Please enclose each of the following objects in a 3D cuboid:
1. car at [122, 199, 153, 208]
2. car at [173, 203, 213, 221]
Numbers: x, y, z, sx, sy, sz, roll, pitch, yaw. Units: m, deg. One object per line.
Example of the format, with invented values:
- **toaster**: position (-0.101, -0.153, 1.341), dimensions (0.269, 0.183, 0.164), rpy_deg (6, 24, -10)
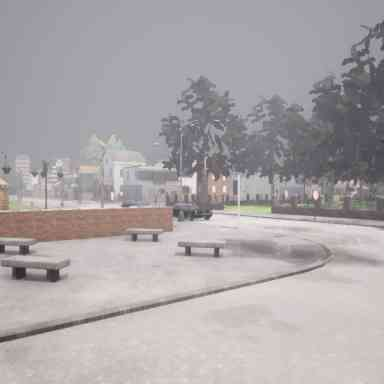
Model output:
- **car**: position (-5.742, 1.489, 34.976), dimensions (2.128, 1.511, 4.902), rpy_deg (0, 0, -35)
- **car**: position (-0.347, 1.601, 27.341), dimensions (1.895, 1.301, 4.718), rpy_deg (0, 0, -35)
